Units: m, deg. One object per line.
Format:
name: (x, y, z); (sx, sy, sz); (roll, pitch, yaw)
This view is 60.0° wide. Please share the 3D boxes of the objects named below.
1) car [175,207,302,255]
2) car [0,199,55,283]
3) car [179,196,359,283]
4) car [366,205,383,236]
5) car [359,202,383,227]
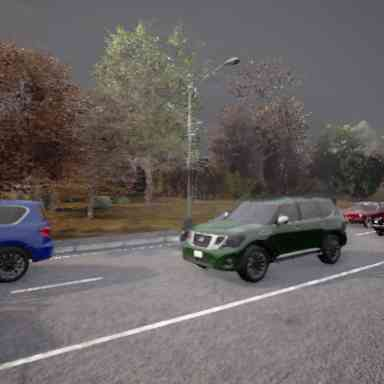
car: (2.117, 1.478, 14.074); (5.357, 1.411, 2.033); (-1, 1, -35)
car: (-6.327, 1.218, 8.087); (5.566, 2.045, 2.150); (0, 0, -37)
car: (2.405, 1.179, 9.995); (5.566, 2.045, 2.150); (-1, 0, -35)
car: (10.519, 1.363, 15.722); (4.718, 1.301, 1.895); (-2, 1, -35)
car: (10.527, 1.290, 19.990); (4.718, 1.301, 1.895); (-2, 1, -35)
